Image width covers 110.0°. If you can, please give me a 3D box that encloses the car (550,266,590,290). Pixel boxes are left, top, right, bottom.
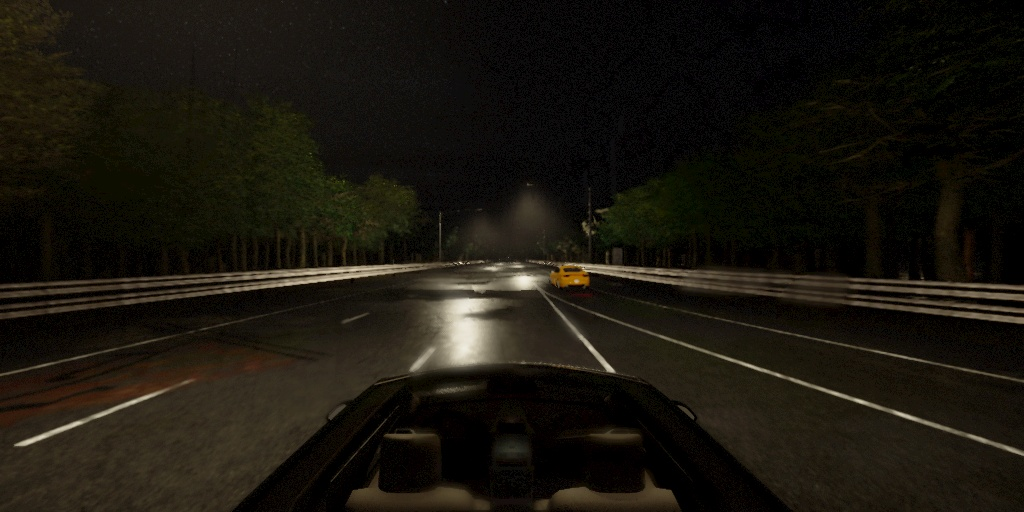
[{"bbox_3d":[3.782,1.403,24.054,1.882,1.535,5.008,0,0,-3],"label":"car"}]
